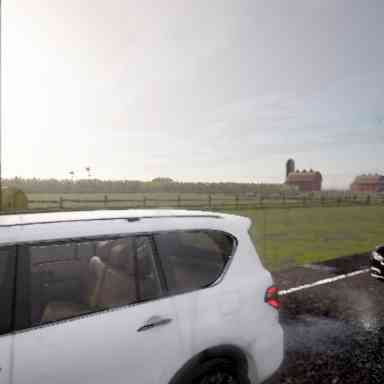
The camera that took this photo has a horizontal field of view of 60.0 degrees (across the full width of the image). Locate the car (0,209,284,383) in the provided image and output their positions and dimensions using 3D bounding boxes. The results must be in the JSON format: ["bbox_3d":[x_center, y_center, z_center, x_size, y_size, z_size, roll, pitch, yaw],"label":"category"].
[{"bbox_3d":[-1.692,1.216,2.764,5.566,2.045,2.150,0,0,-33],"label":"car"}]

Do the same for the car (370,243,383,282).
[{"bbox_3d":[6.495,1.499,8.586,4.902,1.511,2.128,0,0,-36],"label":"car"}]
